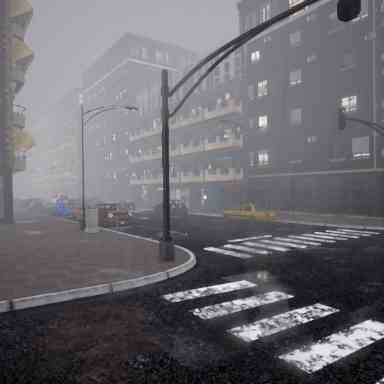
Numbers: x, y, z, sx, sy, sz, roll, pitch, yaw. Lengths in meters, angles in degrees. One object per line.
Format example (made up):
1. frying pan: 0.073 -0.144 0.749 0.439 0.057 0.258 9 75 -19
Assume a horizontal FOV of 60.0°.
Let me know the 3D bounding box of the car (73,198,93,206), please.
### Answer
1. car: -18.343 1.644 55.835 1.947 1.339 4.313 -1 1 -36

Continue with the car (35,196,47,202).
1. car: -37.676 1.728 82.832 1.887 1.381 4.507 -1 1 -36

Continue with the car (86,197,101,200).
1. car: -15.122 1.502 51.334 1.967 1.590 4.097 -1 1 -36

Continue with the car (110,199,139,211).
1. car: -8.676 1.582 42.336 2.008 1.369 4.403 -1 1 -36

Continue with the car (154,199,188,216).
1. car: -2.233 1.441 33.336 1.967 1.590 4.097 -1 1 -36

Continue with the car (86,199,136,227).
1. car: -5.824 1.553 23.960 1.967 1.590 4.097 -1 1 -36

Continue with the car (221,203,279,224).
1. car: 4.114 1.498 24.477 1.752 1.417 4.829 -1 1 -36

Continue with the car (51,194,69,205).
1. car: -22.651 1.351 57.395 2.150 2.045 5.566 -1 1 -36

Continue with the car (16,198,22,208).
1. car: -25.155 1.770 50.956 1.947 1.339 4.313 -1 1 -36

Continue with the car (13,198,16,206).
1. car: -31.600 1.783 59.956 1.887 1.381 4.507 -1 1 -36

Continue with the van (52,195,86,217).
1. van: -12.270 1.483 32.957 1.690 1.788 3.998 -1 1 -36

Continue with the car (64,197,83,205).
1. car: -21.565 1.646 60.335 2.008 1.369 4.403 -1 1 -36

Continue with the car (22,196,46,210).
1. car: -21.935 1.628 46.456 1.967 1.590 4.097 -1 1 -36

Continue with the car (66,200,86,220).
1. car: -8.946 1.652 28.321 1.752 1.417 4.829 -1 1 -36
